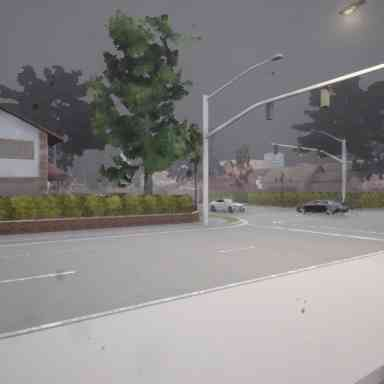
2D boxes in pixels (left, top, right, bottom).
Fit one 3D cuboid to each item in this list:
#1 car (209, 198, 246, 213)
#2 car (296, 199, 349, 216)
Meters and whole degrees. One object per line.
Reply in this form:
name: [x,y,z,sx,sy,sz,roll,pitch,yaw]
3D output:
car: [3.773,1.435,36.342,1.812,1.442,4.674,0,0,-36]
car: [12.106,1.416,31.101,2.128,1.511,4.902,0,0,-36]
